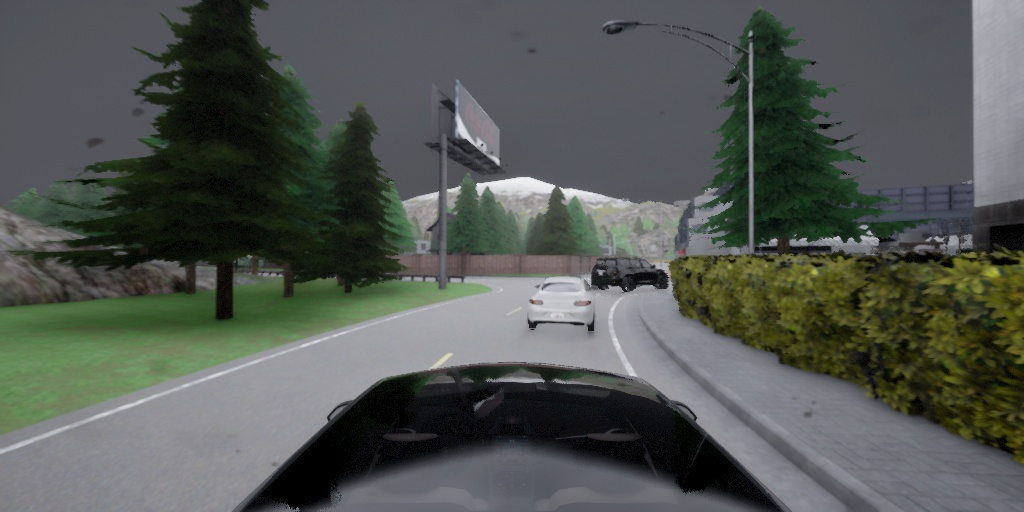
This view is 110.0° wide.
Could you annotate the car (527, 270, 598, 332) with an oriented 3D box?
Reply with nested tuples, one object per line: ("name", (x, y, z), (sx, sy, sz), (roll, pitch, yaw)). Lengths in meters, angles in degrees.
("car", (1.655, 1.348, 11.201), (1.812, 1.442, 4.674), (0, 0, 13))

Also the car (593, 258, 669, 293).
("car", (7.465, 1.131, 22.519), (5.566, 2.045, 2.150), (0, -2, -34))
